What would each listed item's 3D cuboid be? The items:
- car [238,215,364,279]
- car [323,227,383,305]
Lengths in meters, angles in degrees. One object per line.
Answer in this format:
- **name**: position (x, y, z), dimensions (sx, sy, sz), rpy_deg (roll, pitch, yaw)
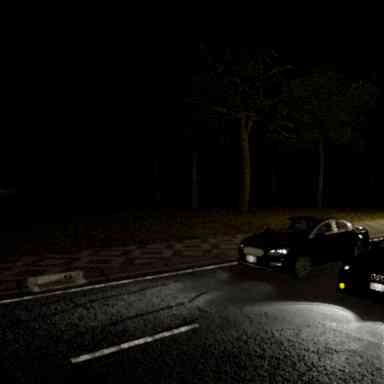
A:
- **car**: position (3.559, 1.505, 10.216), dimensions (4.902, 1.511, 2.128), rpy_deg (0, 0, -36)
- **car**: position (5.055, 1.577, 7.291), dimensions (4.181, 1.385, 1.994), rpy_deg (0, 0, -36)
